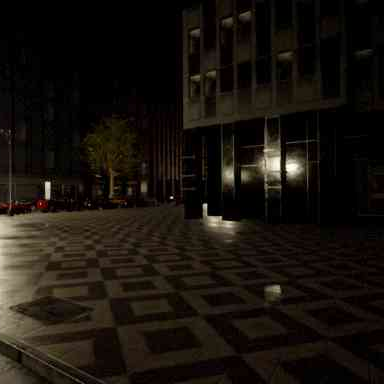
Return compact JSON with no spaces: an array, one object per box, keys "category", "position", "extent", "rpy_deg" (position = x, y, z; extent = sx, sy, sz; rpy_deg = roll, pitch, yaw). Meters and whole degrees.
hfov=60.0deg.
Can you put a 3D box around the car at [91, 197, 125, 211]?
[{"category":"car","position":[-10.579,1.524,39.836],"extent":[1.947,1.339,4.313],"rpy_deg":[-1,0,35]}]

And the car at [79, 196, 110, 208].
[{"category":"car","position":[-14.377,1.484,49.328],"extent":[1.967,1.590,4.097],"rpy_deg":[-1,0,35]}]

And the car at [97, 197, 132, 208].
[{"category":"car","position":[-11.298,1.485,48.917],"extent":[1.882,1.535,5.008],"rpy_deg":[-1,0,35]}]

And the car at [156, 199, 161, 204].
[{"category":"car","position":[-8.052,1.544,58.461],"extent":[1.752,1.417,4.829],"rpy_deg":[-1,0,35]}]

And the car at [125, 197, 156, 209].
[{"category":"car","position":[-7.369,1.509,44.471],"extent":[1.947,1.339,4.313],"rpy_deg":[-1,0,35]}]

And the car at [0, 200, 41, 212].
[{"category":"car","position":[-20.795,1.642,40.055],"extent":[1.947,1.339,4.313],"rpy_deg":[-1,0,35]}]

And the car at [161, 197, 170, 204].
[{"category":"car","position":[-4.745,1.574,63.238],"extent":[1.947,1.339,4.313],"rpy_deg":[-1,0,35]}]

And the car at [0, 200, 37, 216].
[{"category":"car","position":[-16.998,1.576,30.563],"extent":[1.802,1.307,4.206],"rpy_deg":[-1,0,35]}]

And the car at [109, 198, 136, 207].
[{"category":"car","position":[-11.165,1.613,53.965],"extent":[1.802,1.307,4.206],"rpy_deg":[-1,0,35]}]

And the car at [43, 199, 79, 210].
[{"category":"car","position":[-17.585,1.641,44.691],"extent":[1.802,1.307,4.206],"rpy_deg":[-1,0,35]}]

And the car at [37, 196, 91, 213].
[{"category":"car","position":[-13.790,1.290,35.201],"extent":[2.192,1.841,5.009],"rpy_deg":[-1,0,35]}]

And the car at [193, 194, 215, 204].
[{"category":"car","position":[2.339,1.283,63.028],"extent":[2.097,1.767,4.553],"rpy_deg":[-1,0,35]}]

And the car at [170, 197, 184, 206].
[{"category":"car","position":[-0.950,1.462,53.744],"extent":[1.887,1.381,4.507],"rpy_deg":[-1,0,35]}]

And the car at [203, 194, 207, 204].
[{"category":"car","position":[2.258,1.222,58.381],"extent":[2.192,1.841,5.009],"rpy_deg":[-1,0,35]}]
